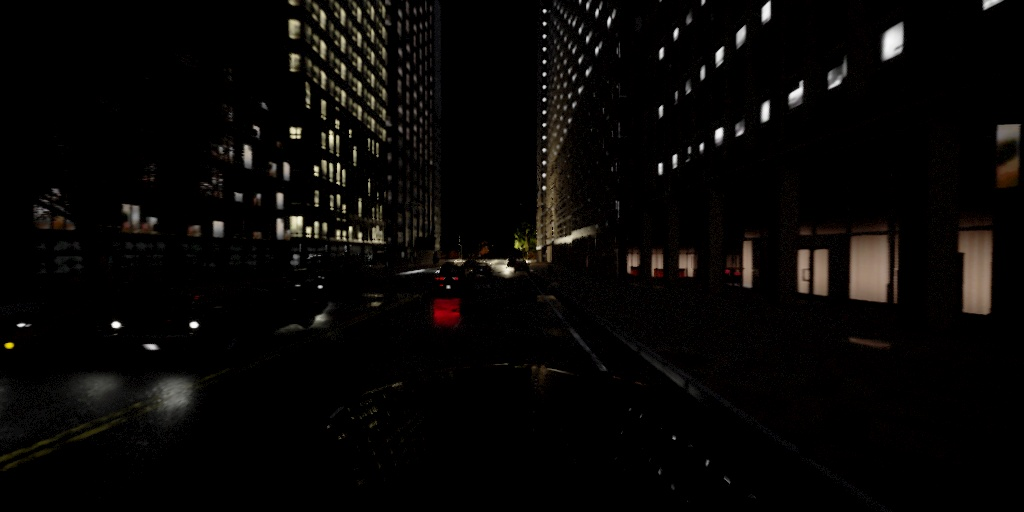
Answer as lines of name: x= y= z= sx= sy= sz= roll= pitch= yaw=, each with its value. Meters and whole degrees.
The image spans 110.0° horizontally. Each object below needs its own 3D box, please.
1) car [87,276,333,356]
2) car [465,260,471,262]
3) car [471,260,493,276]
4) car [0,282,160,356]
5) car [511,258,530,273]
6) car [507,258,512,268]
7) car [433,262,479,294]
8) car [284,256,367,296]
car: x=-6.589 y=1.359 z=8.762 sx=1.895 sy=1.301 sz=4.718 roll=0 pitch=0 yaw=0
car: x=-6.511 y=1.343 z=56.390 sx=1.882 sy=1.535 sz=5.008 roll=0 pitch=0 yaw=1
car: x=-3.150 y=1.401 z=39.013 sx=1.994 sy=1.385 sz=4.181 roll=0 pitch=0 yaw=0
car: x=-9.834 y=1.316 z=8.502 sx=1.994 sy=1.385 sz=4.181 roll=0 pitch=0 yaw=1
car: x=1.162 y=1.333 z=44.649 sx=1.882 sy=1.535 sz=5.008 roll=0 pitch=0 yaw=0
car: x=0.036 y=1.384 z=62.811 sx=1.837 sy=1.490 sz=4.892 roll=0 pitch=0 yaw=0
car: x=-3.180 y=1.300 z=20.444 sx=1.837 sy=1.490 sz=4.892 roll=0 pitch=0 yaw=0
car: x=-9.782 y=1.001 z=19.191 sx=2.150 sy=2.045 sz=5.566 roll=0 pitch=0 yaw=1
